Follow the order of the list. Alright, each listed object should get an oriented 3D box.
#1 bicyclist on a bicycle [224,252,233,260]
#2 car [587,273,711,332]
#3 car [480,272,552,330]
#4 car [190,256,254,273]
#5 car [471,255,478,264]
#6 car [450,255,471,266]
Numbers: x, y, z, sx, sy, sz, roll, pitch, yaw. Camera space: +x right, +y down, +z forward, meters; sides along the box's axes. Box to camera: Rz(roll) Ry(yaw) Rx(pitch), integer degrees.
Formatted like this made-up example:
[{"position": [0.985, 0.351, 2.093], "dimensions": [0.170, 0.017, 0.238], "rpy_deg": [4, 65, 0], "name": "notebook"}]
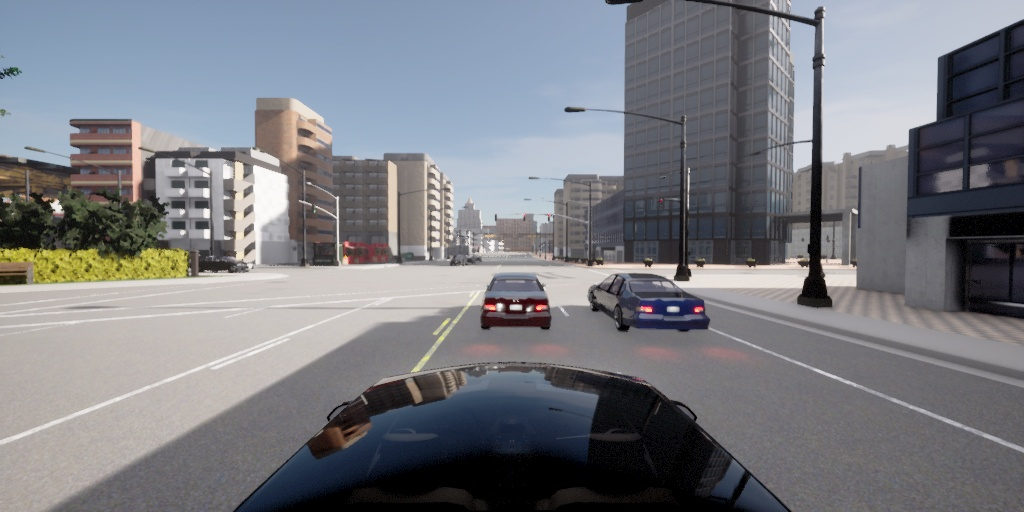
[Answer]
[{"position": [-30.801, 0.385, 39.049], "dimensions": [0.582, 1.620, 1.656], "rpy_deg": [0, 1, 0], "name": "bicyclist on a bicycle"}, {"position": [3.608, 1.206, 10.544], "dimensions": [2.033, 1.411, 5.357], "rpy_deg": [0, 1, 0], "name": "car"}, {"position": [0.091, 1.193, 10.728], "dimensions": [2.033, 1.411, 5.357], "rpy_deg": [0, 1, 0], "name": "car"}, {"position": [-25.446, 0.729, 31.538], "dimensions": [4.902, 1.511, 2.128], "rpy_deg": [0, 1, 0], "name": "car"}, {"position": [-7.098, 0.599, 58.172], "dimensions": [1.895, 1.301, 4.718], "rpy_deg": [0, 0, 0], "name": "car"}, {"position": [-7.101, 0.578, 48.060], "dimensions": [1.837, 1.490, 4.892], "rpy_deg": [0, 1, 0], "name": "car"}]
